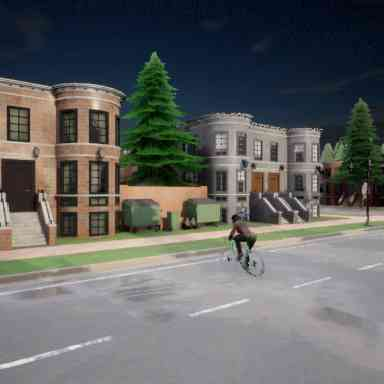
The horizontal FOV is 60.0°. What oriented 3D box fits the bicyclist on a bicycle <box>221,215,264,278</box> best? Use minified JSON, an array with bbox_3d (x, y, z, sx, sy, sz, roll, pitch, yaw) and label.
[{"bbox_3d":[1.333,1.455,9.118,0.582,1.620,1.656,0,-2,-36],"label":"bicyclist on a bicycle"}]
